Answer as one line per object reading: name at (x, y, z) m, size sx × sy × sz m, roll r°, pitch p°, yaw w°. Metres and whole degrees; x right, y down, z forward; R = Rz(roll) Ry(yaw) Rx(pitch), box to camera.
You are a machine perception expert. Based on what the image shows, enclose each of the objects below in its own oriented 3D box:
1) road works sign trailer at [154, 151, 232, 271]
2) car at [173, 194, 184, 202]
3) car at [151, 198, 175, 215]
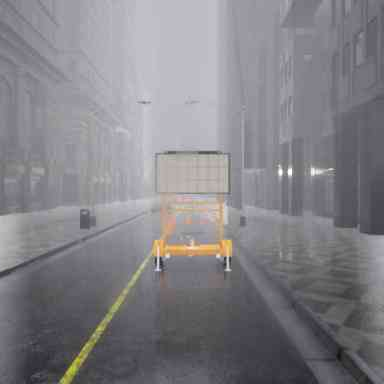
road works sign trailer at (0.024, 0.466, 10.883) m, size 2.380 × 3.560 × 2.880 m, roll 0°, pitch 0°, yaw 0°
car at (-2.924, 1.248, 74.849) m, size 2.150 × 2.045 × 5.566 m, roll 0°, pitch 0°, yaw 0°
car at (-3.079, 1.553, 34.601) m, size 1.812 × 1.442 × 4.674 m, roll 0°, pitch 0°, yaw 0°
